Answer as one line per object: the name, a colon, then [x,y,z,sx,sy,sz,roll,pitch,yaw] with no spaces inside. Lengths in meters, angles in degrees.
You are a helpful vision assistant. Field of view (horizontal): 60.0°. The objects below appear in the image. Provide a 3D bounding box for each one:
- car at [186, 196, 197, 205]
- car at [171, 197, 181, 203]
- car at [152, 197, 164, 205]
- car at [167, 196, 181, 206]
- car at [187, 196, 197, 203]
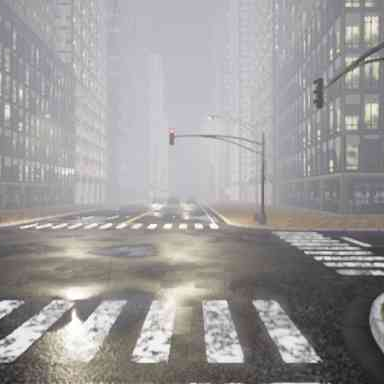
car: [-0.049,1.769,60.691,1.895,1.301,4.718,0,0,0]
car: [-3.307,1.642,70.274,1.895,1.301,4.718,0,0,0]
car: [-6.552,1.677,64.408,2.128,1.511,4.902,0,0,0]
car: [-3.299,1.518,60.213,2.097,1.767,4.553,0,0,0]
car: [-0.057,1.617,70.663,1.994,1.385,4.181,0,0,0]
